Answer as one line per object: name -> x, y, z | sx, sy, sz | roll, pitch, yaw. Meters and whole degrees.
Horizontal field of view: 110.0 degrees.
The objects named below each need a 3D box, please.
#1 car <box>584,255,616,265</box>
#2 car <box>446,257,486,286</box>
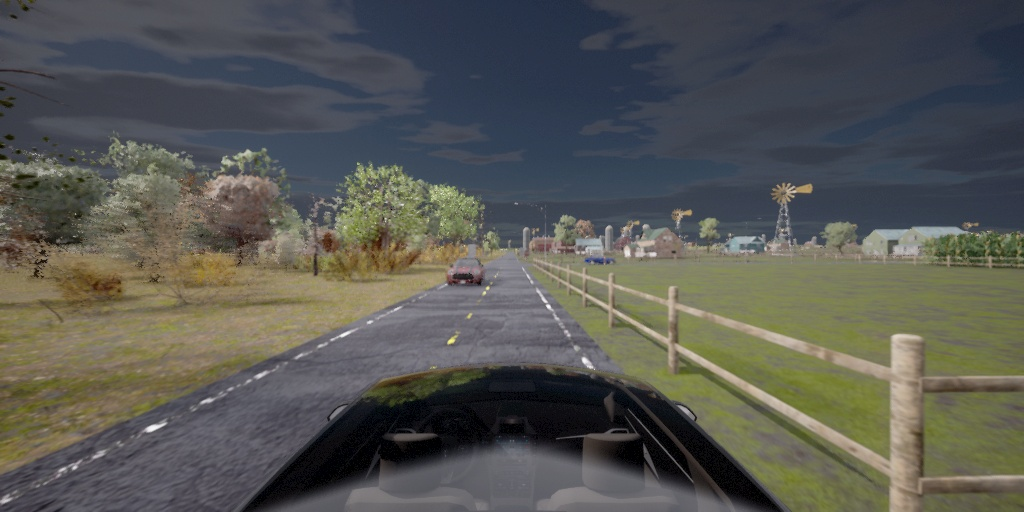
car -> 14.083, 0.592, 57.387 | 5.008, 1.535, 1.882 | 0, 0, -1
car -> -2.844, 0.903, 23.043 | 2.097, 1.767, 4.553 | 0, 1, 0
